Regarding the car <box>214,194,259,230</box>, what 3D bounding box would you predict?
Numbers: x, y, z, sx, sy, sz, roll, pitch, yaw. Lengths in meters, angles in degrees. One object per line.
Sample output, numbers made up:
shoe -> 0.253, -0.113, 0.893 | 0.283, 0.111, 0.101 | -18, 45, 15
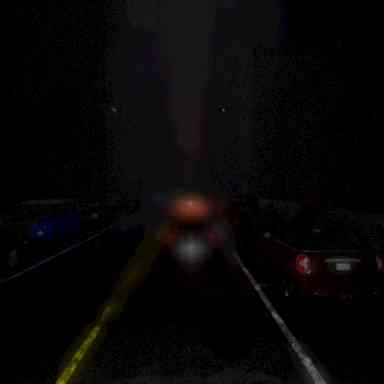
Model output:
car -> 2.698, 1.105, 19.230 | 2.192, 1.841, 5.009 | 0, 1, 0

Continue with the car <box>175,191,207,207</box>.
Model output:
car -> -0.043, 1.043, 28.262 | 2.097, 1.767, 4.553 | 0, 1, 0

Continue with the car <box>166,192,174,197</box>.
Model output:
car -> -6.055, 0.600, 92.469 | 1.802, 1.307, 4.206 | 0, 1, 0

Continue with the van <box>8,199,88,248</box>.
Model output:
van -> -5.809, 1.191, 13.558 | 1.690, 1.788, 3.998 | 0, 1, 0

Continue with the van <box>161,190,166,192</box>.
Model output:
van -> -5.950, 0.707, 58.648 | 1.690, 1.788, 3.998 | 0, 1, 0

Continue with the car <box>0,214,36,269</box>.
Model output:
car -> -5.791, 1.456, 7.924 | 1.887, 1.381, 4.507 | 0, 1, 0

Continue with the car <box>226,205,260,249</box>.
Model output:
car -> 2.716, 1.417, 13.596 | 1.947, 1.339, 4.313 | 0, 1, 0

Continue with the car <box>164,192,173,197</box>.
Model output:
car -> -6.037, 0.625, 86.832 | 2.008, 1.369, 4.403 | 0, 1, 0

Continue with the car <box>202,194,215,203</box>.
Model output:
car -> 2.593, 0.991, 53.047 | 1.947, 1.339, 4.313 | 0, 1, 0

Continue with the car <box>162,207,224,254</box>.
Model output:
car -> 0.001, 1.460, 12.744 | 1.895, 1.301, 4.718 | 0, 1, 0

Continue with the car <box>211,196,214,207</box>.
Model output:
car -> 2.681, 1.273, 24.868 | 1.887, 1.381, 4.507 | 0, 1, 0

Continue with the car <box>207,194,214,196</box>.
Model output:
car -> 2.628, 0.985, 41.774 | 1.967, 1.590, 4.097 | 0, 1, 0

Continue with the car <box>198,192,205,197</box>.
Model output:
car -> 2.488, 0.657, 86.865 | 1.802, 1.307, 4.206 | 0, 1, 0

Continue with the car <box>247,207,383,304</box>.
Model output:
car -> 2.734, 1.352, 7.958 | 1.967, 1.590, 4.097 | 0, 1, 0

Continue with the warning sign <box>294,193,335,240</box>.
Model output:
warning sign -> 5.026, 0.965, 13.756 | 1.300, 1.860, 1.060 | 0, 1, 0

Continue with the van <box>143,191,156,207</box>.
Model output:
van -> -5.897, 0.886, 41.739 | 1.690, 1.788, 3.998 | 0, 1, 0

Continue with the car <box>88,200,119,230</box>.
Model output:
car -> -5.827, 1.229, 19.195 | 1.967, 1.590, 4.097 | 0, 1, 0

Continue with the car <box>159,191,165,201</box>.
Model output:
car -> -5.932, 0.976, 53.014 | 2.008, 1.369, 4.403 | 0, 1, 0

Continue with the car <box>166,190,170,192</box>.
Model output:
car -> -5.967, 0.748, 64.285 | 1.967, 1.590, 4.097 | 0, 1, 0

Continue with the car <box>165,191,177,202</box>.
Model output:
car -> -3.240, 0.977, 57.734 | 1.895, 1.301, 4.718 | 0, 1, 0

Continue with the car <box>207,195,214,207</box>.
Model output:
car -> 2.664, 1.233, 30.504 | 1.947, 1.339, 4.313 | 0, 1, 0

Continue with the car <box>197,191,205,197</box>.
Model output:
car -> 2.470, 0.458, 92.499 | 1.967, 1.590, 4.097 | 0, 1, 0

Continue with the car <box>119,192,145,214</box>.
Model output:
car -> -5.862, 1.107, 30.468 | 1.967, 1.590, 4.097 | 0, 1, 0

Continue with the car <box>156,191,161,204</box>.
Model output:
car -> -5.914, 1.012, 47.208 | 1.752, 1.417, 4.829 | 0, 1, 0
